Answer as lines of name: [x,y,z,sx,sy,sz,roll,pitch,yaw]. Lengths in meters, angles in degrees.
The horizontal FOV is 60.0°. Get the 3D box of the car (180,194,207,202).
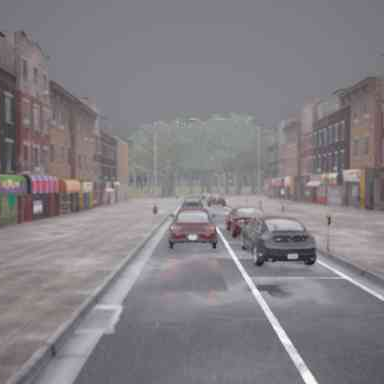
car: [0.049,1.181,28.157,1.837,1.490,4.892,0,1,0]

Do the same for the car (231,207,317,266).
car: [2.629,1.421,10.857,2.008,1.369,4.403,-1,1,0]

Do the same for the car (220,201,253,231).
car: [2.630,1.352,16.263,1.887,1.381,4.507,-1,1,0]

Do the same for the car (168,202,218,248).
car: [0.051,1.361,13.797,1.812,1.442,4.674,0,1,1]

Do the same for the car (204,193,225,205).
car: [2.996,0.885,41.710,2.097,1.767,4.553,0,1,0]
